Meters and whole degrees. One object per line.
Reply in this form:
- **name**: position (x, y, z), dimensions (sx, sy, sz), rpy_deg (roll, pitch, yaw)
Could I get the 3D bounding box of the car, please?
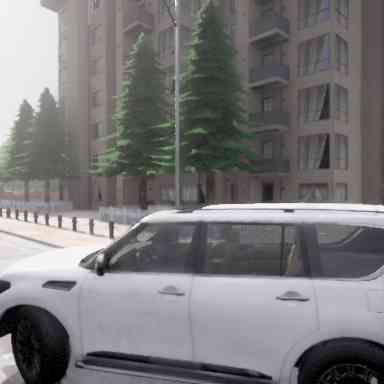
- **car**: position (0.181, 1.173, 4.223), dimensions (5.566, 2.045, 2.150), rpy_deg (0, 1, 16)
